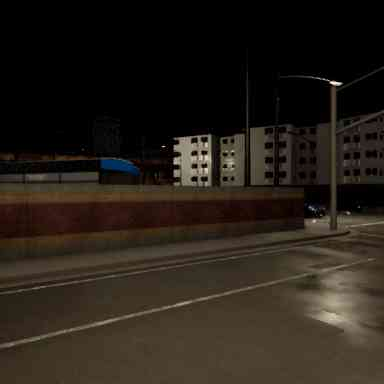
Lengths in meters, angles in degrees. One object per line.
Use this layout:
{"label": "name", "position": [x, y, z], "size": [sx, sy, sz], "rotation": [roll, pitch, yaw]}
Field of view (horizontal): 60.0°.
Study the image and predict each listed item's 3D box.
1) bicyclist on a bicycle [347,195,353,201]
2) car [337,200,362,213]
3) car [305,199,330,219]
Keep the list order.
{"label": "bicyclist on a bicycle", "position": [22.109, 1.300, 46.637], "size": [1.656, 1.620, 0.582], "rotation": [0, 0, -35]}
{"label": "car", "position": [16.954, 1.564, 37.707], "size": [1.994, 1.385, 4.181], "rotation": [0, 0, -35]}
{"label": "car", "position": [9.538, 1.352, 29.564], "size": [2.097, 1.767, 4.553], "rotation": [0, 0, -33]}
